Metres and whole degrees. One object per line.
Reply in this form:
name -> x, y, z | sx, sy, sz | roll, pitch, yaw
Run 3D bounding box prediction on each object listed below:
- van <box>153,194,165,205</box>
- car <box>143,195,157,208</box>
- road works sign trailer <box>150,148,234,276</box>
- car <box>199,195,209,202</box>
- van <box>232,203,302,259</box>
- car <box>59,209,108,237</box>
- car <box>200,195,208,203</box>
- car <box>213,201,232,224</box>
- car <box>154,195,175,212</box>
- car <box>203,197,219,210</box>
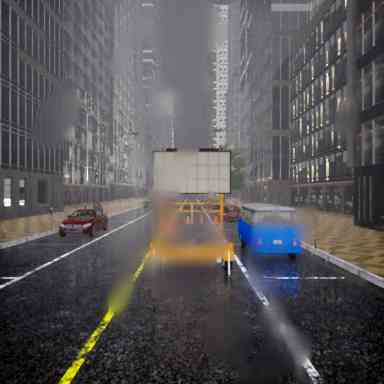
van -> -5.701, 1.316, 57.810 | 1.690, 1.788, 3.998 | 0, 0, 0
car -> -5.700, 1.538, 46.425 | 2.008, 1.369, 4.403 | 0, 0, 0
road works sign trailer -> -0.002, 0.462, 10.287 | 2.380, 3.560, 2.880 | 0, 0, 0
car -> 2.676, 1.384, 74.885 | 1.967, 1.590, 4.097 | 0, 0, 0
van -> 2.687, 1.338, 12.269 | 1.690, 1.788, 3.998 | 0, 0, 0
car -> -5.695, 1.578, 17.962 | 1.802, 1.307, 4.206 | 0, 0, 0
car -> 2.680, 1.532, 52.115 | 2.008, 1.369, 4.403 | 0, 0, 0
car -> 2.685, 1.576, 23.653 | 1.802, 1.307, 4.206 | 0, 0, 0
car -> -3.009, 1.468, 39.519 | 1.882, 1.535, 5.008 | 0, 0, 0
car -> 2.682, 1.572, 40.731 | 1.802, 1.307, 4.206 | 0, 0, 0
